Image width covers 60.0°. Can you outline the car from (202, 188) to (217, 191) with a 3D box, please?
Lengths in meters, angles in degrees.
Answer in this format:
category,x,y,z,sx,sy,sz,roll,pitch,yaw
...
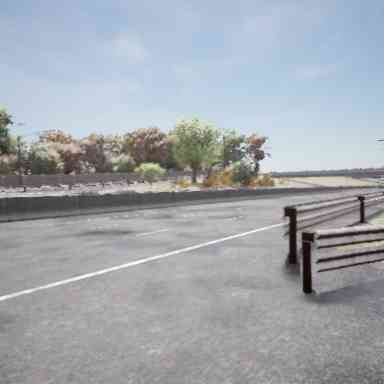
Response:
category,x,y,z,sx,sy,sz,roll,pitch,yaw
car,2.522,0.155,52.526,2.097,1.767,4.553,0,1,37

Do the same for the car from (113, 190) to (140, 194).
category,x,y,z,sx,sy,sz,roll,pitch,yaw
car,-5.722,0.782,35.414,1.895,1.301,4.718,0,1,36

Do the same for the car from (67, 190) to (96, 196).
category,x,y,z,sx,sy,sz,roll,pitch,yaw
car,-12.537,0.577,37.954,2.097,1.767,4.553,0,1,36

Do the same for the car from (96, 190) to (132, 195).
category,x,y,z,sx,sy,sz,roll,pitch,yaw
car,-8.102,0.520,38.079,2.097,1.767,4.553,0,1,36

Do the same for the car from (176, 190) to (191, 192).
category,x,y,z,sx,sy,sz,roll,pitch,yaw
car,-1.499,0.393,52.963,2.033,1.411,5.357,0,1,37

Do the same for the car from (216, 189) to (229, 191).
category,x,y,z,sx,sy,sz,roll,pitch,yaw
car,6.072,0.378,51.433,1.895,1.301,4.718,0,1,37
